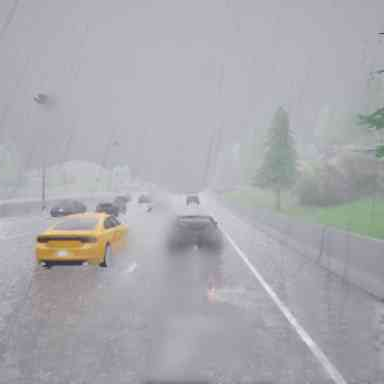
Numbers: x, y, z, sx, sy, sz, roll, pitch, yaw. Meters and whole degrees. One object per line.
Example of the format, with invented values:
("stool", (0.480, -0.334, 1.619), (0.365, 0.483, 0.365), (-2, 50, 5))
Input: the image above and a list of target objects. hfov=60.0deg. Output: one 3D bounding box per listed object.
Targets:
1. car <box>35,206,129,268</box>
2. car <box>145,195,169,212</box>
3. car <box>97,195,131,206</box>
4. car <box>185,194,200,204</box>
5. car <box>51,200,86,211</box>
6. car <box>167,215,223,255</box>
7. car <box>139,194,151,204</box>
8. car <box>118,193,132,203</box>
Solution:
("car", (-3.398, 1.446, 11.218), (1.882, 1.535, 5.008), (0, 0, 0))
("car", (-3.396, 1.322, 34.882), (1.895, 1.301, 4.718), (0, 1, 0))
("car", (-6.897, 1.317, 28.698), (1.837, 1.490, 4.892), (0, 1, 0))
("car", (0.105, 1.002, 49.457), (1.837, 1.490, 4.892), (0, 1, 0))
("car", (-10.397, 1.376, 28.450), (1.994, 1.385, 4.181), (0, 1, 0))
("car", (0.103, 1.560, 13.181), (1.895, 1.301, 4.718), (0, 0, 0))
("car", (-6.895, 0.973, 50.389), (2.128, 1.511, 4.902), (0, 1, 0))
("car", (-10.395, 0.957, 50.473), (1.882, 1.535, 5.008), (0, 1, 0))
